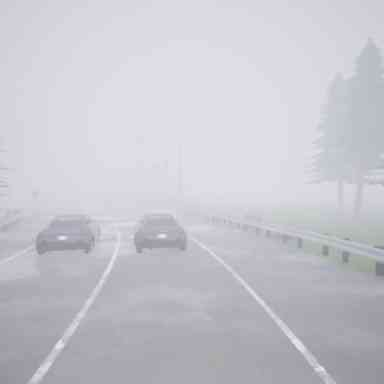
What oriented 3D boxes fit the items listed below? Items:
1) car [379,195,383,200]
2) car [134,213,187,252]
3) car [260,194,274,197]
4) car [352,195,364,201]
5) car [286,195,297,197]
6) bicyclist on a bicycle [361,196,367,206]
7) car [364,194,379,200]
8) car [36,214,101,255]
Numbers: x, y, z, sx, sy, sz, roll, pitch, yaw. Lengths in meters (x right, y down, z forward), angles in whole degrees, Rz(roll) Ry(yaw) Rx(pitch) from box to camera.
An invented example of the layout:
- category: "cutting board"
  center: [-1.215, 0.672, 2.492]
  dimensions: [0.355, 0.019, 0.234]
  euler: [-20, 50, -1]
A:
- category: "car"
  center: [46.201, 1.425, 77.710]
  dimensions: [2.128, 1.511, 4.902]
  euler: [0, 0, 43]
- category: "car"
  center: [-1.441, 1.577, 14.084]
  dimensions: [1.994, 1.385, 4.181]
  euler: [0, 0, -11]
- category: "car"
  center: [20.719, 1.345, 92.695]
  dimensions: [4.553, 1.767, 2.097]
  euler: [0, 0, -36]
- category: "car"
  center: [41.402, 1.457, 82.806]
  dimensions: [2.033, 1.411, 5.357]
  euler: [0, 0, 43]
- category: "car"
  center: [26.106, 1.495, 88.013]
  dimensions: [4.674, 1.442, 1.812]
  euler: [0, 0, -36]
- category: "bicyclist on a bicycle"
  center: [27.917, 1.434, 54.421]
  dimensions: [0.582, 1.620, 1.656]
  euler: [0, 3, -26]
- category: "car"
  center: [44.004, 1.383, 80.473]
  dimensions: [1.882, 1.535, 5.008]
  euler: [0, 0, 43]
- category: "car"
  center: [-4.918, 1.587, 13.675]
  dimensions: [1.994, 1.385, 4.181]
  euler: [0, 0, -10]
